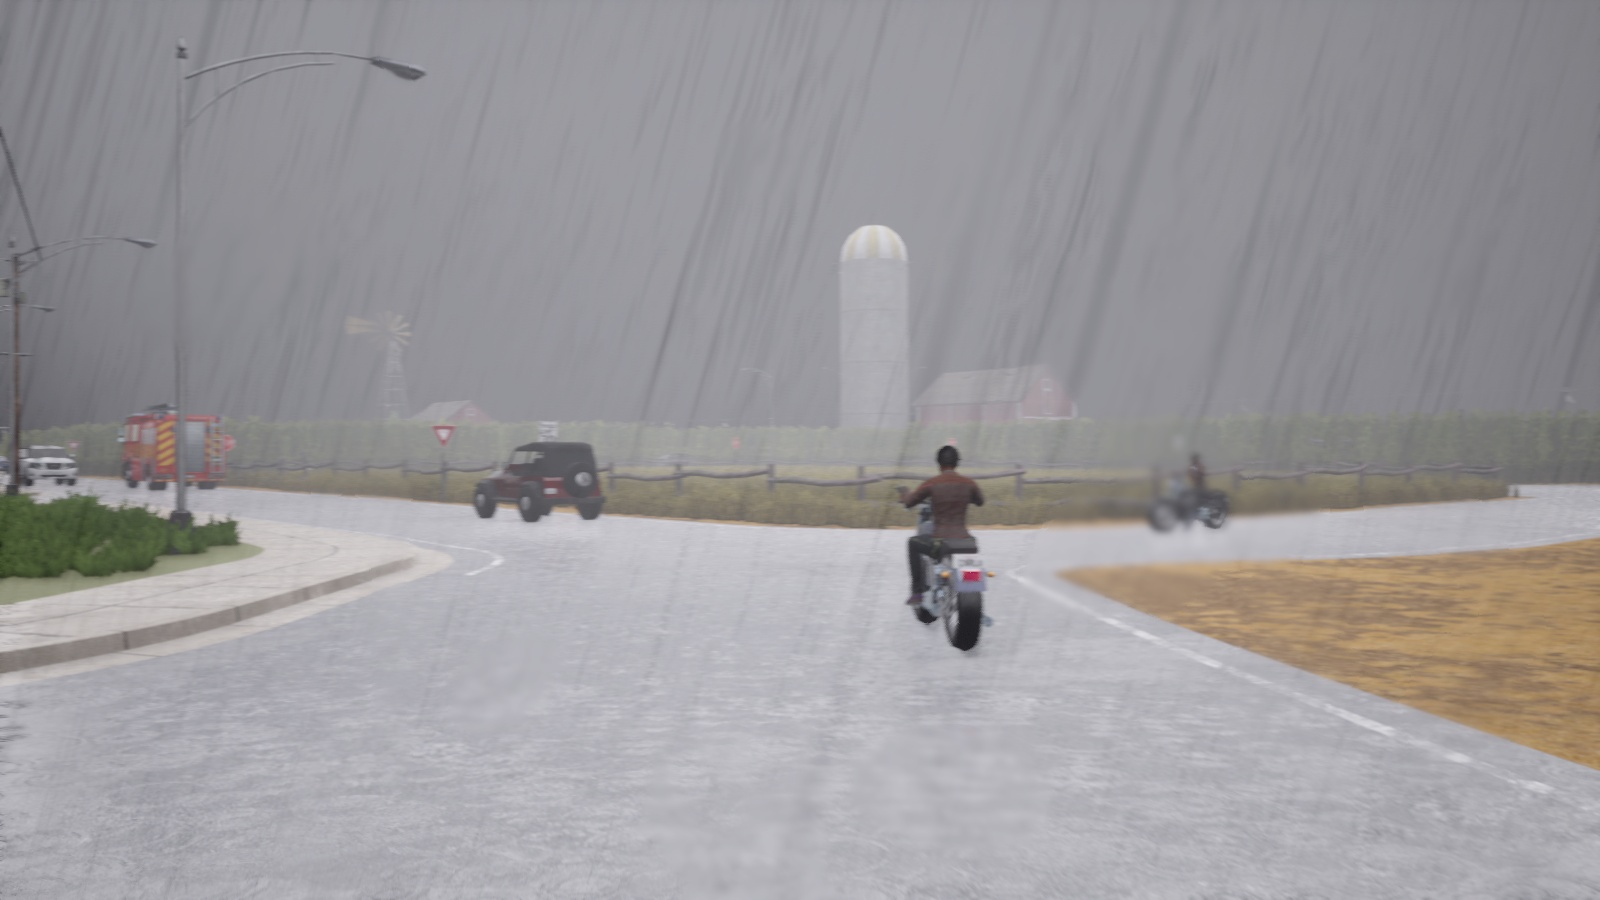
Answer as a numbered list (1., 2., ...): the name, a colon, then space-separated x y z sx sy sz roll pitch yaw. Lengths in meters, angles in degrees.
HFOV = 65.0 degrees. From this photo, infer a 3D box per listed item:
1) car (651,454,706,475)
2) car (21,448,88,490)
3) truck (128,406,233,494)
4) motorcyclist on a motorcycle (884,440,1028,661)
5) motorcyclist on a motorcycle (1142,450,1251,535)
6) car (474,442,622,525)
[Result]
1. car: -9.168 1.073 94.849 3.705 1.549 1.789 -1 0 -39
2. car: -38.288 0.953 64.425 2.150 2.045 5.566 0 0 -39
3. truck: -29.077 0.007 58.725 2.891 3.827 8.468 0 0 -37
4. motorcyclist on a motorcycle: 1.245 0.767 10.580 0.766 1.649 2.350 0 -1 -4
5. motorcyclist on a motorcycle: 8.048 0.836 25.444 2.350 1.649 0.766 0 0 -33
6. car: -6.174 0.765 30.549 1.905 1.878 3.866 0 0 -40
